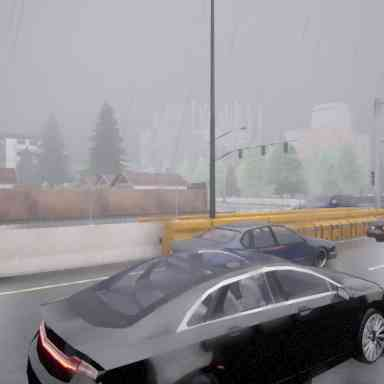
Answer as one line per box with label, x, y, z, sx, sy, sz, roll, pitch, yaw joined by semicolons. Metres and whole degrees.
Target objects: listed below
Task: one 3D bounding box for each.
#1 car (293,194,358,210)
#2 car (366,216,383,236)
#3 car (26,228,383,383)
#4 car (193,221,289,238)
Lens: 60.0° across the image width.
car;9.478;1.134;23.454;5.566;2.045;2.150;0;0;-35
car;10.050;1.547;15.156;5.357;1.411;2.033;0;0;-35
car;0.649;1.492;4.200;4.902;1.511;2.128;0;0;-35
car;1.845;1.547;9.344;5.357;1.411;2.033;0;0;-35
